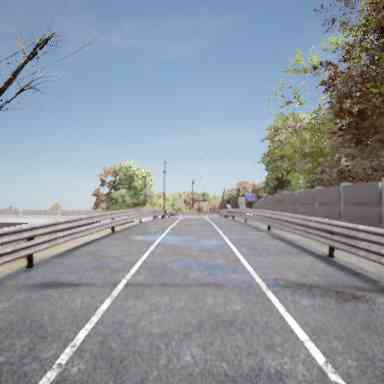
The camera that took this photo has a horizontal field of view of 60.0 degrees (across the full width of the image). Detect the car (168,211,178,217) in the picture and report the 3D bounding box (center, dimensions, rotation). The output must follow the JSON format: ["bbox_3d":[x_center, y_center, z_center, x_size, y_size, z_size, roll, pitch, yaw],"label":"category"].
[{"bbox_3d":[-5.115,4.769,71.565,1.812,1.442,4.674,-3,-5,39],"label":"car"}]
